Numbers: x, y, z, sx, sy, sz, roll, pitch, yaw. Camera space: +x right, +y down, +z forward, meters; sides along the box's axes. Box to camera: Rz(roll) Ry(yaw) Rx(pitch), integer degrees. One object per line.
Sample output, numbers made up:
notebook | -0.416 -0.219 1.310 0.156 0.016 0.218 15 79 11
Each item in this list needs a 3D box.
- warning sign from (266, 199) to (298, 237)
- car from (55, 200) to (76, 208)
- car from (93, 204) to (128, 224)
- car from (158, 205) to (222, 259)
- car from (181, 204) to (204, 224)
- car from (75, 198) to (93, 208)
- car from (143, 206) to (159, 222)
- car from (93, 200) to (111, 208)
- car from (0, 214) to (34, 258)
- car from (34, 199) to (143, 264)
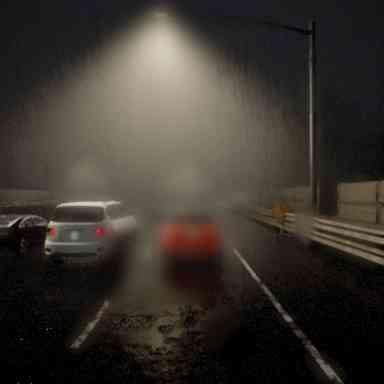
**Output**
warning sign | 4.557 1.308 16.876 1.300 1.860 1.060 0 -1 0
car | -24.449 2.287 64.525 2.128 1.511 4.902 0 -1 0
car | -6.957 1.857 28.875 1.812 1.442 4.674 0 0 0
car | 0.027 1.504 13.409 2.097 1.767 4.553 0 -1 0
car | 0.042 1.857 28.866 1.812 1.442 4.674 0 0 0
car | -20.950 2.123 64.638 2.097 1.767 4.553 0 -1 0
car | -3.458 1.891 28.448 1.994 1.385 4.181 0 -1 0
car | -17.451 2.313 64.743 2.033 1.411 5.357 0 -1 0
car | -6.973 1.647 13.487 2.128 1.511 4.902 0 -1 0
car | -3.483 1.368 12.560 2.150 2.045 5.566 0 0 0
